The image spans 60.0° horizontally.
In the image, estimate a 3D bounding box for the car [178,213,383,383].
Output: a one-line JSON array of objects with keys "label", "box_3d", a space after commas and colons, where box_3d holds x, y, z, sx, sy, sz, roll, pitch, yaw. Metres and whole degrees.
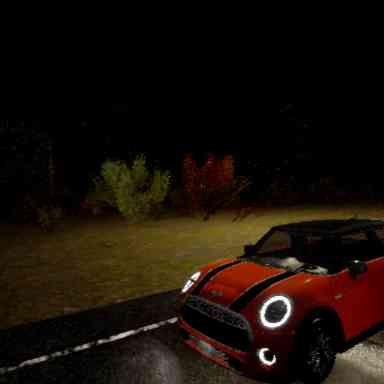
[{"label": "car", "box_3d": [1.974, 1.304, 5.469, 4.553, 1.767, 2.097, -1, 0, -36]}]
